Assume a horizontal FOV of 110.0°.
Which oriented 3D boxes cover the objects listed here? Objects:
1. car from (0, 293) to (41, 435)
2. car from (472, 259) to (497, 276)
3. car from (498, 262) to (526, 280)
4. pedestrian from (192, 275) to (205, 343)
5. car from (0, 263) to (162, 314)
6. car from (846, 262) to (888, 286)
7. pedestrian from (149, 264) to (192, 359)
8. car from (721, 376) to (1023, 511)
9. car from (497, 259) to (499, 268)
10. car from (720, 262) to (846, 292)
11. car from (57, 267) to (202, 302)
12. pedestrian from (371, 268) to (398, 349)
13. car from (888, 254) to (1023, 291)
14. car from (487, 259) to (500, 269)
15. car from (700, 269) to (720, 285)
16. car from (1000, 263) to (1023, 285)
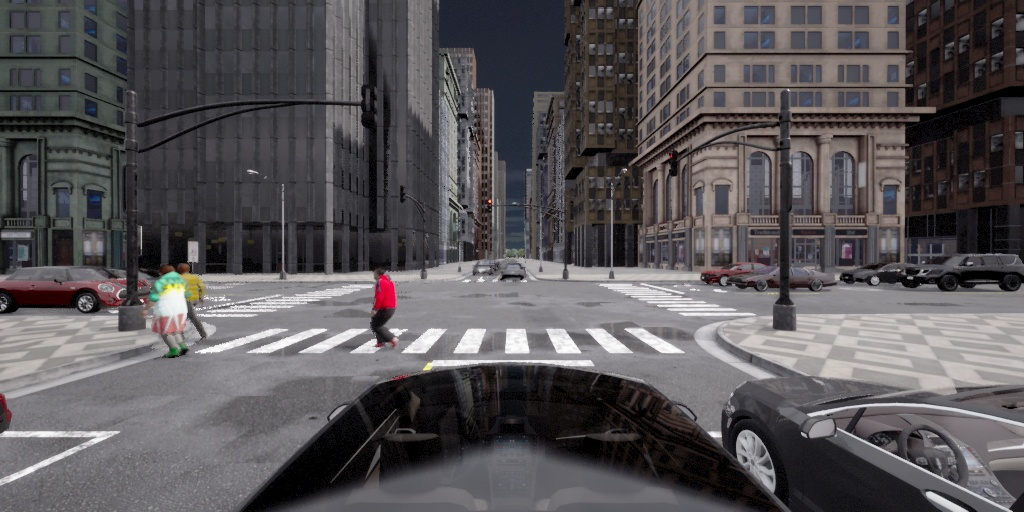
[{"bbox_3d":[-5.763,1.190,1.569,1.967,1.591,4.097,0,0,0],"label":"car"},{"bbox_3d":[-2.942,1.243,36.906,2.128,1.511,4.902,0,0,0],"label":"car"},{"bbox_3d":[0.140,1.314,31.252,1.994,1.385,4.181,0,0,3],"label":"car"},{"bbox_3d":[-7.489,1.046,8.255,0.375,1.860,0.375,0,0,0],"label":"pedestrian"},{"bbox_3d":[-16.502,1.164,13.722,4.553,1.767,2.097,0,0,0],"label":"car"},{"bbox_3d":[24.481,1.164,23.625,4.892,1.490,1.837,0,0,0],"label":"car"},{"bbox_3d":[-6.711,1.043,7.050,0.375,1.860,0.375,0,0,0],"label":"pedestrian"},{"bbox_3d":[2.762,1.300,1.564,2.007,1.370,4.403,0,0,0],"label":"car"},{"bbox_3d":[-2.918,1.245,47.322,2.128,1.511,4.902,0,0,0],"label":"car"},{"bbox_3d":[15.254,1.244,20.390,5.357,1.411,2.033,0,0,0],"label":"car"},{"bbox_3d":[-17.933,1.307,16.973,4.892,1.490,1.837,0,0,0],"label":"car"},{"bbox_3d":[-2.715,1.049,7.650,0.375,1.860,0.375,0,0,0],"label":"pedestrian"},{"bbox_3d":[25.442,0.891,20.363,5.566,2.045,2.150,0,0,1],"label":"car"},{"bbox_3d":[-2.889,1.259,56.994,1.837,1.490,4.892,0,1,0],"label":"car"},{"bbox_3d":[15.102,1.161,23.638,5.008,1.535,1.882,0,0,0],"label":"car"},{"bbox_3d":[36.198,1.174,23.603,5.357,1.411,2.033,0,0,0],"label":"car"}]
